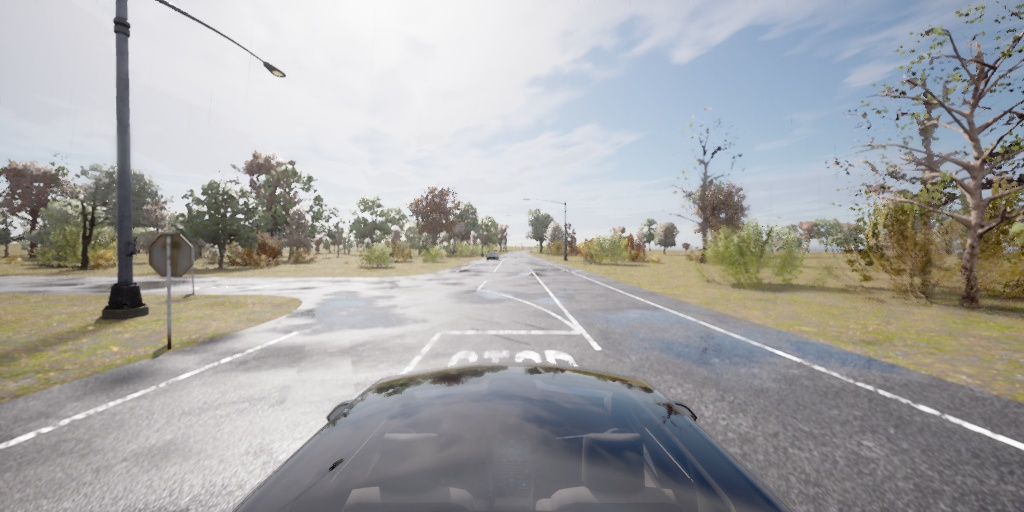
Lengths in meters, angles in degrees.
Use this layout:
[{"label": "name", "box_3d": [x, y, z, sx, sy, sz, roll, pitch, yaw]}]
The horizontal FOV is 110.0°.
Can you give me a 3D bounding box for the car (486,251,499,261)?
[{"label": "car", "box_3d": [-3.375, -0.026, 63.048, 2.097, 1.767, 4.553, 0, 1, 0]}]
